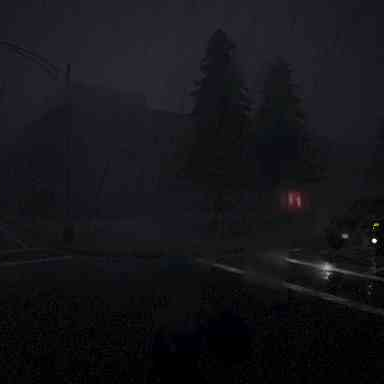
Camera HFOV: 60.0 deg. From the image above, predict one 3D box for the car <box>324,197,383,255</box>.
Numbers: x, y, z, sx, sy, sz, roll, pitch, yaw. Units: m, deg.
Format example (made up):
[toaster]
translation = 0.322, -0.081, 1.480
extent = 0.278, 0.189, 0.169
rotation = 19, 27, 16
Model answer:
[car]
translation = 7.779, 1.248, 13.701
extent = 5.566, 2.045, 2.150
rotation = 0, 0, -36
